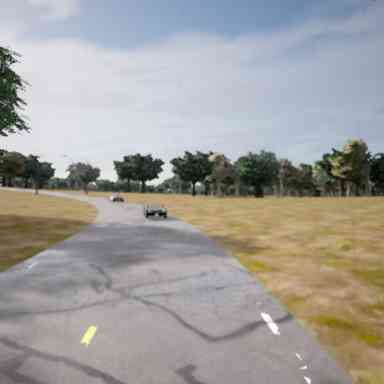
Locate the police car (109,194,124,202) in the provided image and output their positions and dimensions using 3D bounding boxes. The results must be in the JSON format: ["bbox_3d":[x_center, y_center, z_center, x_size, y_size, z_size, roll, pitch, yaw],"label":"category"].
[{"bbox_3d":[-13.841,1.087,60.733,2.038,1.542,4.974,0,1,-25],"label":"police car"}]

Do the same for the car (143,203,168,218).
[{"bbox_3d":[-3.432,1.630,30.263,1.895,1.301,4.718,0,0,-12],"label":"car"}]
